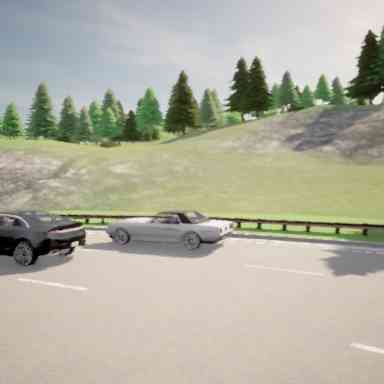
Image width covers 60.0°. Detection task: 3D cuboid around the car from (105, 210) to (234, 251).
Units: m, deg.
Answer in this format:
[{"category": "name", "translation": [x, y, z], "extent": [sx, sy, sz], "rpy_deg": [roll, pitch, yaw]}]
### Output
[{"category": "car", "translation": [-0.910, 1.336, 12.659], "extent": [4.718, 1.301, 1.895], "rpy_deg": [0, 1, 23]}]

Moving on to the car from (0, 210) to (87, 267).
[{"category": "car", "translation": [-5.741, 1.335, 10.628], "extent": [4.902, 1.511, 2.128], "rpy_deg": [0, 1, 20]}]
